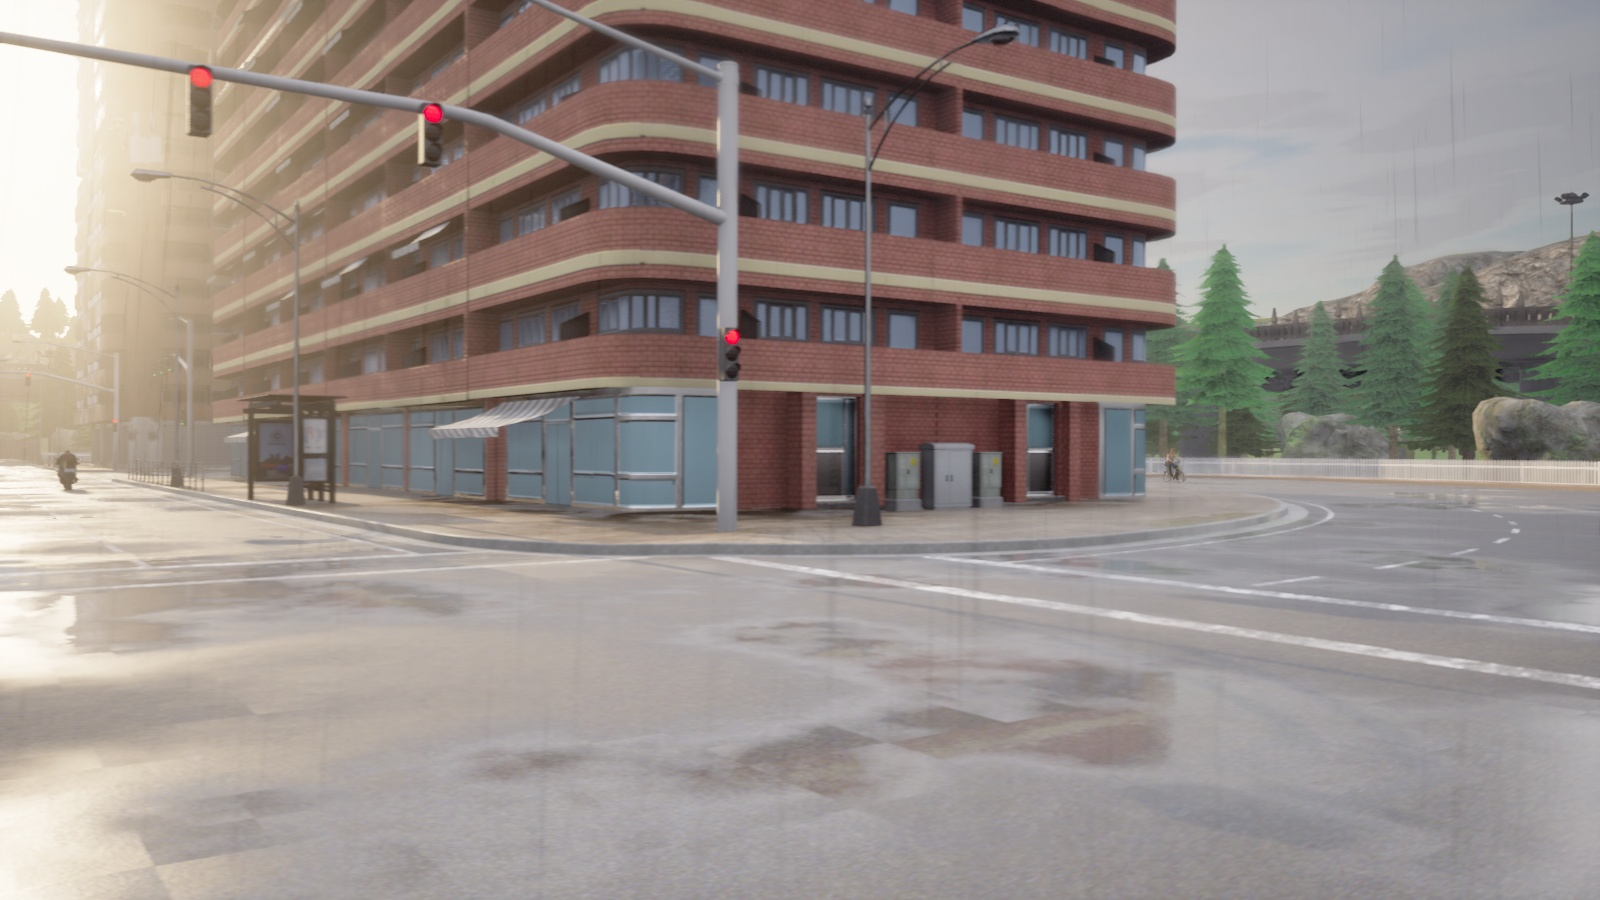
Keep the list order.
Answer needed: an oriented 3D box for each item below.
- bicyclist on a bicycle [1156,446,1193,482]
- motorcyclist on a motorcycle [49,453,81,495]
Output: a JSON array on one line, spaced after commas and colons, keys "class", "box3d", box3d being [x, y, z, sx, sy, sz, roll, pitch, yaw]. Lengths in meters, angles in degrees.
[{"class": "bicyclist on a bicycle", "box3d": [17.085, 0.649, 57.329, 0.866, 1.612, 1.509, -1, 0, -23]}, {"class": "motorcyclist on a motorcycle", "box3d": [-27.370, 0.878, 46.760, 0.866, 1.530, 2.191, 0, 0, -34]}]
